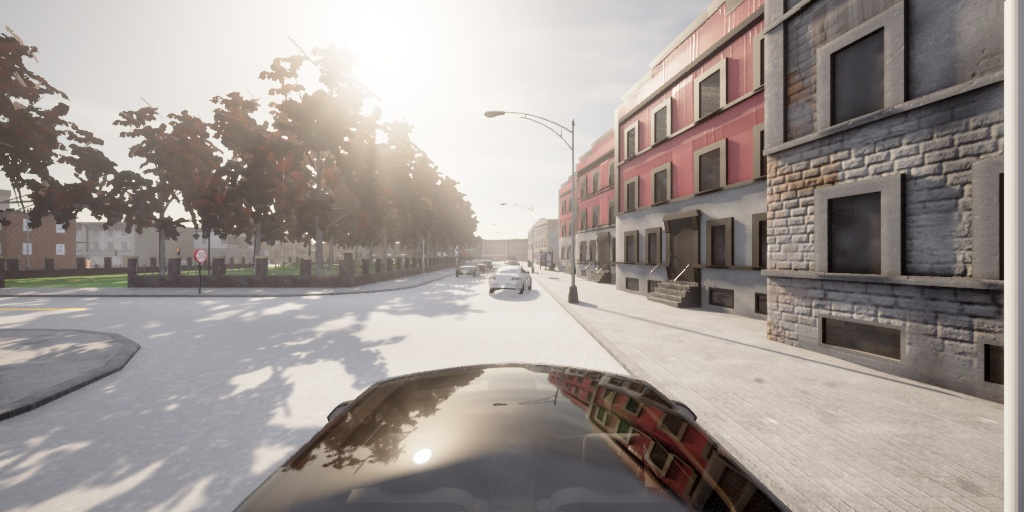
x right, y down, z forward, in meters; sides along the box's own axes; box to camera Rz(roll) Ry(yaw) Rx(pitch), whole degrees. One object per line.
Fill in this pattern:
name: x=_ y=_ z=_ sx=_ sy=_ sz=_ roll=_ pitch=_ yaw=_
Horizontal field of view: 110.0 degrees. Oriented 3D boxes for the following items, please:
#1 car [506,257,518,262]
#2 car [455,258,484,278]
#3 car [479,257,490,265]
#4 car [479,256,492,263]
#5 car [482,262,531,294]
car: x=-0.015 y=1.241 z=46.438 sx=2.128 sy=1.511 sz=4.902 roll=0 pitch=0 yaw=0
car: x=-4.184 y=1.241 z=34.169 sx=2.128 sy=1.511 sz=4.902 roll=0 pitch=0 yaw=0
car: x=-4.205 y=1.227 z=44.317 sx=1.882 sy=1.535 sz=5.008 roll=0 pitch=0 yaw=0
car: x=-4.205 y=0.971 z=55.051 sx=2.150 sy=2.045 sz=5.566 roll=0 pitch=0 yaw=0
car: x=-0.055 y=1.276 z=20.019 sx=1.812 sy=1.442 sz=4.674 roll=1 pitch=0 yaw=10
